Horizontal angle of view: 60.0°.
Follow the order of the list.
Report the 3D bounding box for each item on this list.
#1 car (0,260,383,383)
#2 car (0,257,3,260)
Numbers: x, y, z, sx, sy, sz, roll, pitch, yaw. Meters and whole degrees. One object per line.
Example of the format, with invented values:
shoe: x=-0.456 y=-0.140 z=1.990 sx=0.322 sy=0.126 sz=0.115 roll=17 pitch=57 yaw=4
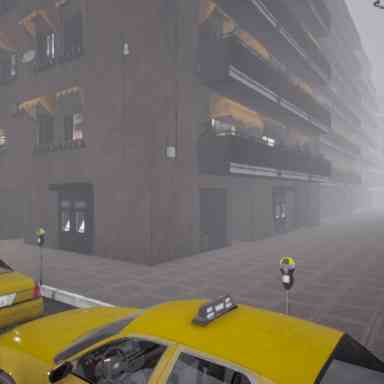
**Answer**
car: x=-0.031 y=1.525 z=2.749 sx=4.829 sy=1.417 sz=1.752 roll=0 pitch=0 yaw=36
car: x=-4.618 y=1.527 z=6.031 sx=4.829 sy=1.417 sz=1.752 roll=0 pitch=0 yaw=36
